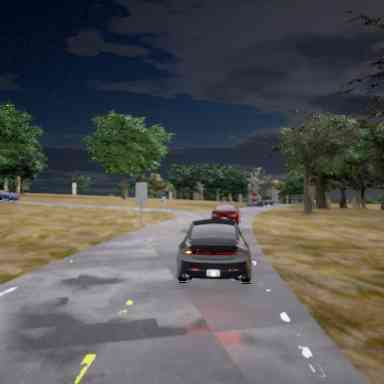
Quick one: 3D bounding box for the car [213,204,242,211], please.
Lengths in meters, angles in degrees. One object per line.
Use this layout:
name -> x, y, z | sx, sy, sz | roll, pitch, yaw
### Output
car -> 2.517, 1.584, 24.010 | 1.882, 1.535, 5.008 | 0, 0, 11

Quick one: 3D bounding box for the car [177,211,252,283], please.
car -> 0.664, 1.549, 9.832 | 1.837, 1.490, 4.892 | 0, 0, 4

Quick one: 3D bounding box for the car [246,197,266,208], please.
car -> 12.000, 1.927, 63.586 | 2.150, 2.045, 5.566 | -1, -1, 24

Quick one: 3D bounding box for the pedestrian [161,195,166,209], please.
pedestrian -> -3.823, 1.299, 44.870 | 0.375, 1.860, 0.375 | 0, -4, 13

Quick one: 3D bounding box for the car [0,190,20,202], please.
car -> -24.854, 0.506, 43.304 | 5.008, 1.535, 1.882 | 2, -1, 14

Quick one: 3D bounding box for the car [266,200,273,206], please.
car -> 17.957, 2.559, 78.243 | 2.033, 1.411, 5.357 | -1, -1, 21
